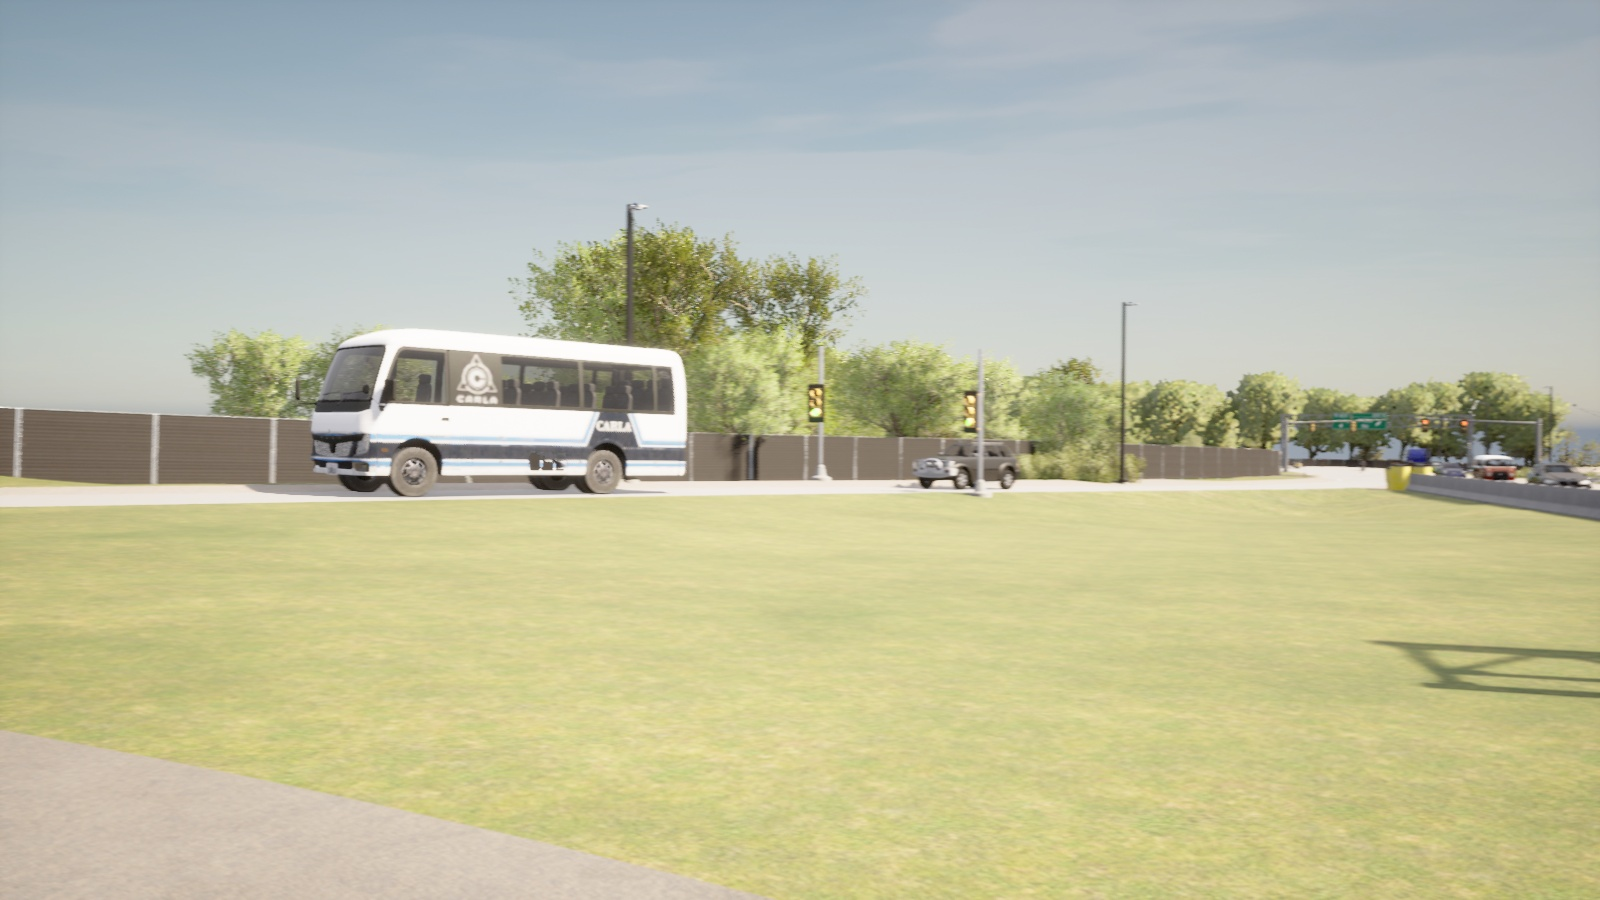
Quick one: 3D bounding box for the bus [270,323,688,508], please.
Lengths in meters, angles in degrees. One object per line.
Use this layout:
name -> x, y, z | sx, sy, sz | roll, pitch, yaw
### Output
bus -> -8.274, -0.795, 33.755 | 10.273, 4.253, 3.944 | 0, 0, -44

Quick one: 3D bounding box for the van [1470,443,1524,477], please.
van -> 42.526, 0.601, 76.714 | 2.069, 2.038, 4.480 | 0, 0, 19

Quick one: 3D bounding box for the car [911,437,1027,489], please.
car -> 6.525, 0.459, 48.174 | 4.605, 1.855, 1.932 | -1, 1, -44

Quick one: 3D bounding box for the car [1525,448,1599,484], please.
car -> 37.423, 0.756, 61.738 | 2.242, 1.667, 4.611 | 0, 0, 19
